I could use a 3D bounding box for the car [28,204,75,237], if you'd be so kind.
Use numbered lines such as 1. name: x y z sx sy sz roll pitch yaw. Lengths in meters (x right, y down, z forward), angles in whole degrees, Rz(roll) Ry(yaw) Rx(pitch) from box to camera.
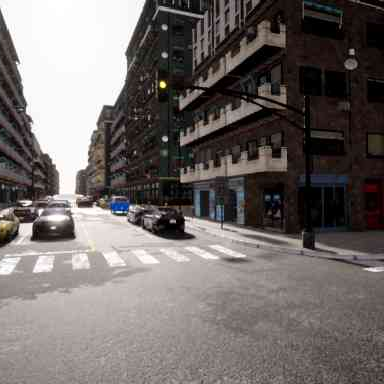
1. car: -7.504 1.575 18.198 1.994 1.385 4.181 0 0 -21

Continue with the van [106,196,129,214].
1. van: -7.688 1.365 35.159 1.690 1.788 3.998 1 0 -21

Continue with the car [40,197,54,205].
1. car: -25.477 1.593 58.607 2.008 1.369 4.403 1 0 -21

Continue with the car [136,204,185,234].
1. car: -1.726 1.579 19.316 1.947 1.339 4.313 1 0 -21

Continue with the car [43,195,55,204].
1. car: -27.464 1.487 63.889 1.967 1.590 4.097 1 0 -21

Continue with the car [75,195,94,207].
1. car: -16.393 1.600 50.868 1.994 1.385 4.181 0 0 -20

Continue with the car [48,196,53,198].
1. car: -14.205 1.502 36.076 1.882 1.535 5.008 0 0 -20

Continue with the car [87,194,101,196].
1. car: -17.631 1.361 61.562 2.192 1.841 5.009 1 0 -21

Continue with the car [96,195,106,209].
1. car: -11.728 1.558 45.878 1.752 1.417 4.829 1 0 -21

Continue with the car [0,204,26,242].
1. car: -9.507 1.535 16.204 1.752 1.417 4.829 1 0 -21

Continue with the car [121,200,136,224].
1. car: -3.714 1.567 24.597 2.008 1.369 4.403 1 0 -21

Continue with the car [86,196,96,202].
1. car: -23.601 1.611 77.402 2.008 1.369 4.403 1 0 -21

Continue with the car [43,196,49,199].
1. car: -21.499 1.578 48.046 1.887 1.381 4.507 1 0 -21

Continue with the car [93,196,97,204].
1. car: -13.658 1.618 50.999 1.802 1.307 4.206 1 0 -21

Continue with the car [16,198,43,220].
1. car: -13.543 1.457 26.925 1.967 1.590 4.097 1 0 -21

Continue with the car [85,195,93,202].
1. car: -25.650 1.590 82.843 1.752 1.417 4.829 1 0 -21

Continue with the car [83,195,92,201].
1. car: -27.579 1.621 87.963 2.008 1.369 4.403 1 0 -21

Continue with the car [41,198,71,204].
1. car: -10.573 1.495 26.356 1.882 1.535 5.008 0 0 -21
